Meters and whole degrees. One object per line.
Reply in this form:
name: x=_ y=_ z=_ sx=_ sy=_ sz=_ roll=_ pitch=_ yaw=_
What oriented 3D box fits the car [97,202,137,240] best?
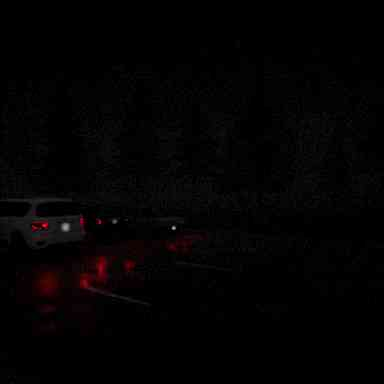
car: x=-5.201 y=1.363 z=16.232 sx=4.553 sy=1.767 sz=2.097 roll=0 pitch=0 yaw=36

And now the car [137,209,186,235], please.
car: x=-2.750 y=1.612 z=18.773 sx=4.718 sy=1.301 sz=1.895 roll=0 pitch=0 yaw=36

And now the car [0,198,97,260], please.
car: x=-6.427 y=1.234 z=12.791 sx=5.566 sy=2.045 sz=2.150 roll=0 pitch=0 yaw=36
